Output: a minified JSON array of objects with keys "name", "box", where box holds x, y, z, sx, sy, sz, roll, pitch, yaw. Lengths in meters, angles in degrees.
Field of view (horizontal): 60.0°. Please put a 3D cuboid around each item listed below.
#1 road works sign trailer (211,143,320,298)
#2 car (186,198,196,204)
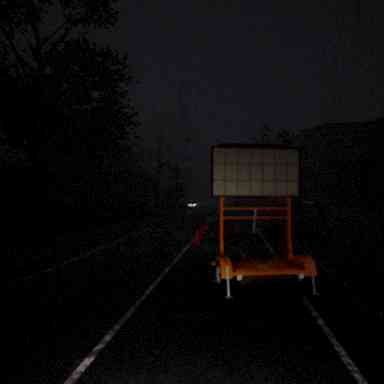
[{"name":"road works sign trailer","box":[1.631,0.545,8.805,2.380,3.560,2.880,0,0,-7]},{"name":"car","box":[-0.197,2.149,81.976,2.128,1.511,4.902,-1,0,-10]}]
